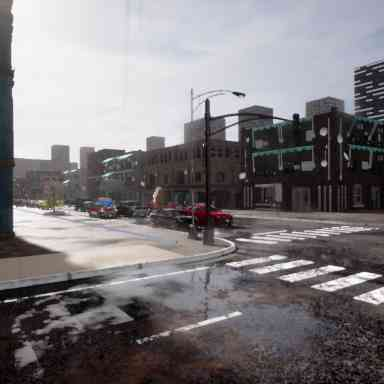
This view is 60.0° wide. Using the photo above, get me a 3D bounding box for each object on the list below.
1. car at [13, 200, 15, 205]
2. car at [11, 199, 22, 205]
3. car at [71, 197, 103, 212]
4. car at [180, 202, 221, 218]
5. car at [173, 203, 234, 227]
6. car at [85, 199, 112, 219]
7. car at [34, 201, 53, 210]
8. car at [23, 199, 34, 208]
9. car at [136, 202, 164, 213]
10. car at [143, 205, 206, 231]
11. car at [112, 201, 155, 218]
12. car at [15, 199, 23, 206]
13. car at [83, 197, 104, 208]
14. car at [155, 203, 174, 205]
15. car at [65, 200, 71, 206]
[{"bbox_3d":[-41.242,2.551,79.672,2.008,1.369,4.403,-1,0,-35],"label":"car"},{"bbox_3d":[-44.443,2.601,84.187,1.887,1.381,4.507,-1,0,-35],"label":"car"},{"bbox_3d":[-14.958,1.751,47.144,2.150,2.045,5.566,-1,1,-35],"label":"car"},{"bbox_3d":[0.801,1.815,34.844,2.008,1.369,4.403,-2,0,-35],"label":"car"},{"bbox_3d":[0.968,1.702,24.608,1.882,1.535,5.008,-1,0,-35],"label":"car"},{"bbox_3d":[-9.239,1.850,34.512,1.967,1.590,4.097,-1,0,-35],"label":"car"},{"bbox_3d":[-25.141,2.236,56.953,1.752,1.417,4.829,-1,0,-35],"label":"car"},{"bbox_3d":[-31.641,2.379,66.125,2.008,1.369,4.403,-1,0,-35],"label":"car"},{"bbox_3d":[-5.599,1.972,43.876,1.802,1.307,4.206,-1,0,-35],"label":"car"},{"bbox_3d":[-1.311,1.818,23.121,1.947,1.339,4.313,-1,0,-35],"label":"car"},{"bbox_3d":[-6.206,1.718,34.734,2.097,1.767,4.553,-1,0,-35],"label":"car"},{"bbox_3d":[-38.044,2.383,75.155,1.967,1.590,4.097,-1,0,-35],"label":"car"},{"bbox_3d":[-18.409,1.945,61.939,2.192,1.841,5.009,-1,0,-35],"label":"car"},{"bbox_3d":[-2.400,1.909,39.360,1.802,1.307,4.206,-1,0,-35],"label":"car"},{"bbox_3d":[-28.005,2.370,75.488,1.947,1.339,4.313,-1,0,-35],"label":"car"}]
